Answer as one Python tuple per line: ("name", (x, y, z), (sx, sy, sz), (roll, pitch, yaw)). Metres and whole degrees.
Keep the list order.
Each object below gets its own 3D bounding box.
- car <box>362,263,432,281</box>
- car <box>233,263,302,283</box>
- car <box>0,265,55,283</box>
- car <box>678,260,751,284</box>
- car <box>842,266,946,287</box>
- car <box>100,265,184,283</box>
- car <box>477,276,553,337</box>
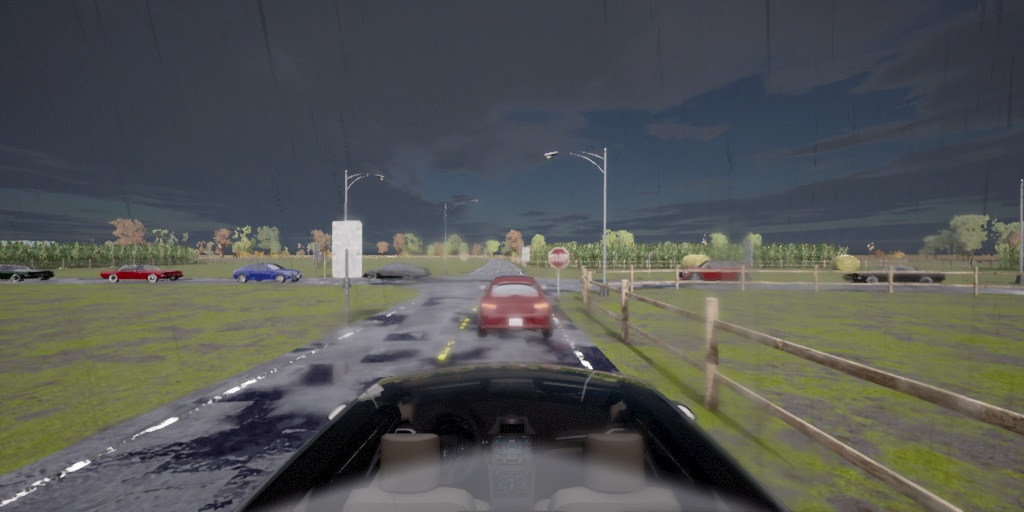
("car", (-9.347, 1.261, 29.243), (5.357, 1.411, 2.033), (0, 0, 5))
("car", (-18.277, 1.256, 26.845), (4.674, 1.442, 1.812), (0, 0, 3))
("car", (-37.953, 1.324, 27.136), (4.718, 1.301, 1.895), (0, 0, -1))
("car", (14.576, 1.090, 26.128), (4.553, 1.767, 2.097), (0, 0, 10))
("car", (25.365, 1.352, 24.058), (4.718, 1.301, 1.895), (0, 0, 13))
("car", (-27.874, 1.327, 27.162), (4.718, 1.301, 1.895), (0, 0, 1))
("car", (0.062, 1.272, 10.103), (1.812, 1.442, 4.674), (0, 0, 0))
